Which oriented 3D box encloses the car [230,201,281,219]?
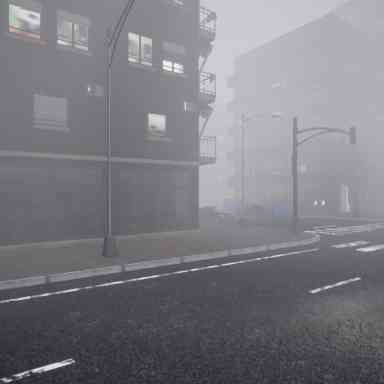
[{"bbox_3d":[6.081,1.843,32.504,1.994,1.385,4.181,0,-1,-36],"label":"car"}]

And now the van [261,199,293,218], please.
[{"bbox_3d":[8.528,1.603,33.571,1.690,1.788,3.998,-1,0,-36],"label":"van"}]

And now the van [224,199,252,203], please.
[{"bbox_3d":[5.213,1.676,38.087,1.690,1.788,3.998,-1,0,-36],"label":"van"}]

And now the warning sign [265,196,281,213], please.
[{"bbox_3d":[9.019,1.400,36.960,1.300,1.860,1.060,1,0,-36],"label":"warning sign"}]

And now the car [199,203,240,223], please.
[{"bbox_3d":[1.788,1.874,28.654,1.802,1.307,4.206,-1,0,-36],"label":"car"}]
